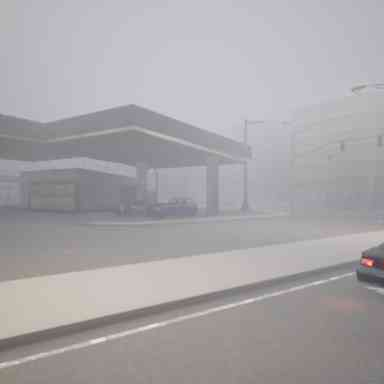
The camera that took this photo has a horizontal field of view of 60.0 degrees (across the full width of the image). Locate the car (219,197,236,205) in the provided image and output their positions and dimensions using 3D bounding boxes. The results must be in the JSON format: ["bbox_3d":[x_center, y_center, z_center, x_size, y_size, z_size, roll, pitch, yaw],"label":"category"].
[{"bbox_3d":[5.749,1.586,58.729,1.812,1.442,4.674,0,0,-37],"label":"car"}]

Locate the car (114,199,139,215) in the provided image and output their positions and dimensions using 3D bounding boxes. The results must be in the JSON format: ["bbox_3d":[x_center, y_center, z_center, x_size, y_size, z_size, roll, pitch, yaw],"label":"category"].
[{"bbox_3d":[-5.685,1.477,32.921,3.806,1.475,1.970,0,0,-35],"label":"car"}]

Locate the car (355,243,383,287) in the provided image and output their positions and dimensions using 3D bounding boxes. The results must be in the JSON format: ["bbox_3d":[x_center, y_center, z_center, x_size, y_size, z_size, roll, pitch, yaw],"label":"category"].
[{"bbox_3d":[6.140,1.561,8.121,5.357,1.411,2.033,0,0,-36],"label":"car"}]

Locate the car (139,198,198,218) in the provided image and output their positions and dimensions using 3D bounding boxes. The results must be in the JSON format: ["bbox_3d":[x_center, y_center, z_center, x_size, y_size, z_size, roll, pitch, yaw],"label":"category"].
[{"bbox_3d":[-1.728,1.318,28.686,4.611,1.667,2.242,0,0,-35],"label":"car"}]
